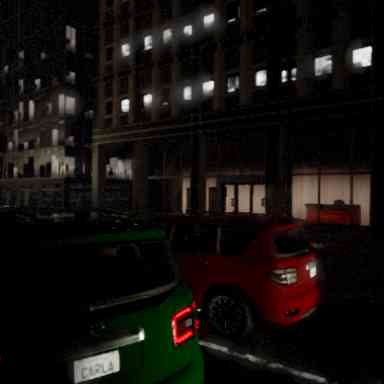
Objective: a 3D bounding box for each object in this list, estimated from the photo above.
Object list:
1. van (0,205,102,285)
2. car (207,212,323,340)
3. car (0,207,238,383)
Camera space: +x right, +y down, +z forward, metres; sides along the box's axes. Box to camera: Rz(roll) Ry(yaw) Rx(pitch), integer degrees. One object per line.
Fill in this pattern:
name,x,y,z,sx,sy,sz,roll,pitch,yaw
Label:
van,-4.674,1.358,9.901,3.998,1.788,1.690,0,0,36
car,-0.054,1.330,6.590,5.009,1.841,2.192,0,0,36
car,-1.994,1.229,4.507,2.150,2.045,5.566,-1,1,-31
